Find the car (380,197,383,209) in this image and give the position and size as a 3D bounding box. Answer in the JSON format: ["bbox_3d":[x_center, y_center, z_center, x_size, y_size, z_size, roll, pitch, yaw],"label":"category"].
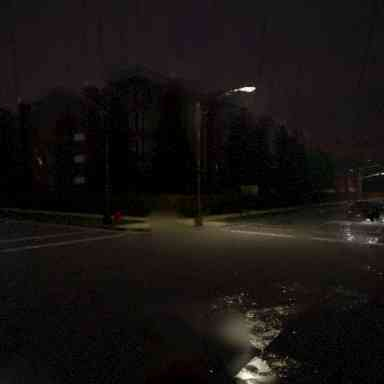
[{"bbox_3d":[27.435,1.507,46.150,1.812,1.442,4.674,0,0,35],"label":"car"}]

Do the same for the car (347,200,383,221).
[{"bbox_3d":[13.892,1.507,26.922,1.812,1.442,4.674,0,0,36],"label":"car"}]
